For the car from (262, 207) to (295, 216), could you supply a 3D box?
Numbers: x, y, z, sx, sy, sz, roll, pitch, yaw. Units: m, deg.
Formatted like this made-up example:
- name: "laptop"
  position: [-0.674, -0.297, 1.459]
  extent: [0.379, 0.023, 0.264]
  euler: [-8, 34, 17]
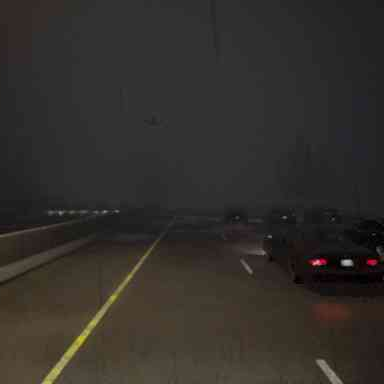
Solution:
- name: "car"
  position: [7.051, 1.931, 27.260]
  extent: [1.994, 1.385, 4.181]
  euler: [0, -1, 1]

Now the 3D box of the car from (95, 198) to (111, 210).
- name: "car"
  position: [-14.639, 2.241, 54.818]
  extent: [1.837, 1.490, 4.892]
  euler: [0, -1, -4]

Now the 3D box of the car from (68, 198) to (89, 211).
- name: "car"
  position: [-18.098, 2.204, 54.091]
  extent: [1.882, 1.535, 5.008]
  euler: [0, -1, -4]

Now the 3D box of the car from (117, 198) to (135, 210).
- name: "car"
  position: [-11.188, 2.250, 55.502]
  extent: [1.837, 1.490, 4.892]
  euler: [0, -1, -4]

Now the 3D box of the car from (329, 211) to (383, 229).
- name: "car"
  position: [7.047, 1.671, 12.234]
  extent: [1.837, 1.490, 4.892]
  euler: [0, 0, 1]

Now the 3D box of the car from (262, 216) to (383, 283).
- name: "car"
  position: [3.525, 1.684, 10.044]
  extent: [2.033, 1.411, 5.357]
  euler: [0, -1, 0]

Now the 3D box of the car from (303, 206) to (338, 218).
- name: "car"
  position: [10.550, 1.857, 27.205]
  extent: [2.128, 1.511, 4.902]
  euler: [0, -1, 1]

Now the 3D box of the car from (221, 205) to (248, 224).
- name: "car"
  position: [3.561, 1.859, 28.404]
  extent: [1.882, 1.535, 5.008]
  euler: [0, 0, 1]

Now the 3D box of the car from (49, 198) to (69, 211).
- name: "car"
  position: [-21.619, 1.953, 54.626]
  extent: [2.150, 2.045, 5.566]
  euler: [0, -1, -4]
